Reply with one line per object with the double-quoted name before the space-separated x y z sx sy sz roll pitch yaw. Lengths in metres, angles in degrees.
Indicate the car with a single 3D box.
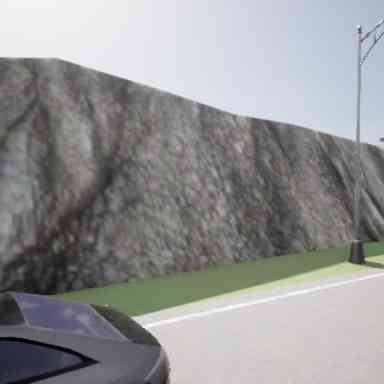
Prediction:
"car" -2.162 1.520 2.240 4.181 1.385 1.994 0 0 -36
